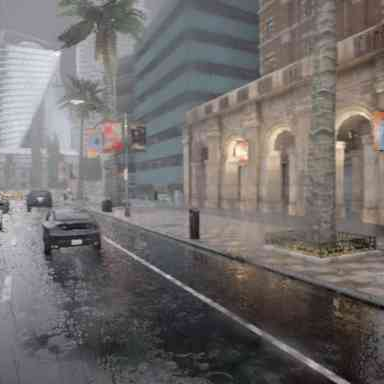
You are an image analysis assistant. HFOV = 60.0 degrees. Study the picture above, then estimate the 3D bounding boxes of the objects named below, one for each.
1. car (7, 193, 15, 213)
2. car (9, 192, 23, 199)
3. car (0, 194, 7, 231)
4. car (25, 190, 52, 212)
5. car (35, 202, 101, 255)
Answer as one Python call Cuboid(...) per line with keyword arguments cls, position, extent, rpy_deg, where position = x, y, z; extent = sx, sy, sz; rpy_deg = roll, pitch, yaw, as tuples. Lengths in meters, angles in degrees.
Cuboid(cls="car", position=(-18.080, 1.140, 31.026), extent=(2.128, 1.511, 4.902), rpy_deg=(-1, 1, -27))
Cuboid(cls="car", position=(-34.482, 0.728, 64.005), extent=(1.882, 1.535, 5.008), rpy_deg=(-1, 1, -2))
Cuboid(cls="car", position=(-10.073, 1.056, 15.388), extent=(2.150, 2.045, 5.566), rpy_deg=(-1, 1, -27))
Cuboid(cls="car", position=(-15.175, 0.801, 33.017), extent=(2.150, 2.045, 5.566), rpy_deg=(-1, 1, -27))
Cuboid(cls="car", position=(-4.787, 1.325, 12.758), extent=(1.837, 1.490, 4.892), rpy_deg=(-1, 1, -27))
